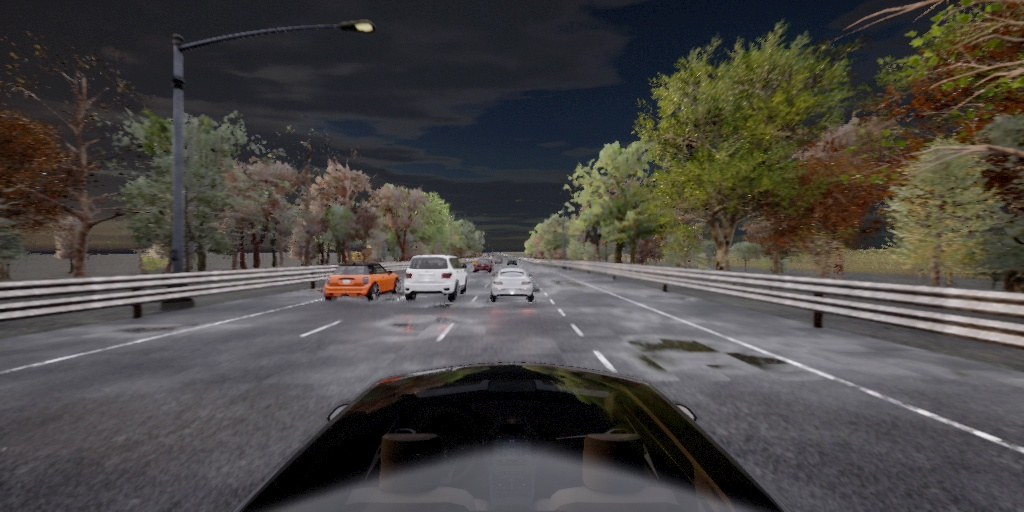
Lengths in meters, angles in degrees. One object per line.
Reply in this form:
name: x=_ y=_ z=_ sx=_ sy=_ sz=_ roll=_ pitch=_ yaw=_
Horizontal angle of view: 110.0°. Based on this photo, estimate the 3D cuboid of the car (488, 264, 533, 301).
car: x=0.009 y=1.276 z=17.230 sx=1.812 sy=1.442 sz=4.674 roll=0 pitch=0 yaw=0

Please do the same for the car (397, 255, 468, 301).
car: x=-3.491 y=0.972 z=17.350 sx=2.150 sy=2.045 sz=5.566 roll=0 pitch=0 yaw=0

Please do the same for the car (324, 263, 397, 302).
car: x=-6.991 y=1.102 z=17.280 sx=2.097 sy=1.767 sz=4.553 roll=0 pitch=0 yaw=0

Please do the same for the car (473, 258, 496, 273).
car: x=-3.478 y=1.105 z=44.912 sx=2.097 sy=1.767 sz=4.553 roll=0 pitch=0 yaw=0
